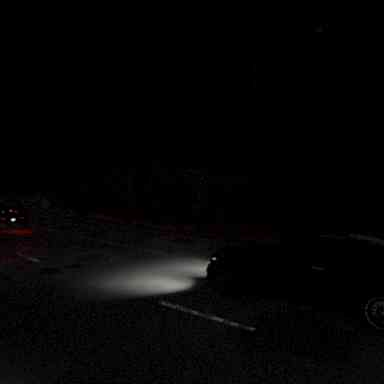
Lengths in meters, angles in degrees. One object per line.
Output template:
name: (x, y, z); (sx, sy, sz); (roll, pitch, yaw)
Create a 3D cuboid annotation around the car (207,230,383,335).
car: (2.497, 1.506, 6.665); (4.674, 1.442, 1.812); (1, 1, 37)

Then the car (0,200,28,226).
car: (-11.340, 1.225, 20.061); (1.837, 1.490, 4.892); (0, 1, -40)
